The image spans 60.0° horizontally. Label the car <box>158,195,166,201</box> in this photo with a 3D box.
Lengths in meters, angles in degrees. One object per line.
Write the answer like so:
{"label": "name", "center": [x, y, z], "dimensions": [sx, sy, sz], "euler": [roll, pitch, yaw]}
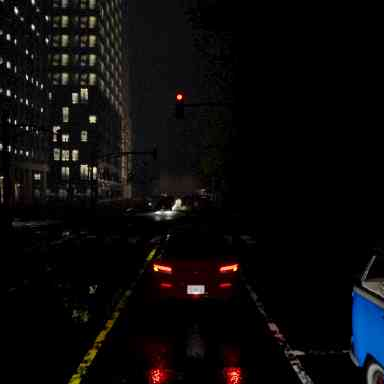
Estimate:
{"label": "car", "center": [-7.555, 1.533, 84.089], "dimensions": [1.802, 1.307, 4.206], "euler": [0, 0, -3]}

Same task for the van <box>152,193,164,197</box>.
{"label": "van", "center": [-6.645, 1.314, 61.915], "dimensions": [1.690, 1.788, 3.998], "euler": [0, 0, -2]}

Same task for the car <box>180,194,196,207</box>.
{"label": "car", "center": [-0.732, 1.459, 50.972], "dimensions": [1.882, 1.535, 5.008], "euler": [0, 0, -2]}

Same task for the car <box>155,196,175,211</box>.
{"label": "car", "center": [-3.420, 1.552, 40.407], "dimensions": [1.994, 1.385, 4.181], "euler": [0, 0, -3]}

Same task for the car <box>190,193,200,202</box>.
{"label": "car", "center": [0.714, 1.271, 78.921], "dimensions": [2.192, 1.841, 5.009], "euler": [0, 0, -3]}

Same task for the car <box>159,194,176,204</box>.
{"label": "car", "center": [-3.665, 1.486, 50.442], "dimensions": [1.837, 1.490, 4.892], "euler": [0, 0, -1]}

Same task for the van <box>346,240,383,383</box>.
{"label": "van", "center": [2.558, 1.341, 2.122], "dimensions": [1.690, 1.788, 3.998], "euler": [0, 0, 0]}

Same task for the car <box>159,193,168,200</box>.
{"label": "car", "center": [-8.106, 1.252, 95.169], "dimensions": [2.192, 1.841, 5.009], "euler": [0, 0, -3]}

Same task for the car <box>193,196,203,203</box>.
{"label": "car", "center": [1.163, 1.492, 68.003], "dimensions": [1.752, 1.417, 4.829], "euler": [0, 0, -2]}

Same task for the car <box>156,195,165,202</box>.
{"label": "car", "center": [-7.302, 1.501, 78.544], "dimensions": [1.887, 1.381, 4.507], "euler": [0, 0, -2]}

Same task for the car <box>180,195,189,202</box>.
{"label": "car", "center": [-1.894, 1.480, 79.841], "dimensions": [2.128, 1.511, 4.902], "euler": [0, 0, -3]}

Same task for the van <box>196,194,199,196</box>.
{"label": "van", "center": [1.732, 1.322, 51.209], "dimensions": [1.690, 1.788, 3.998], "euler": [0, 0, -2]}

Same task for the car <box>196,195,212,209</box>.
{"label": "car", "center": [1.884, 1.510, 45.837], "dimensions": [1.752, 1.417, 4.829], "euler": [0, 0, -2]}

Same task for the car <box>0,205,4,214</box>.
{"label": "car", "center": [-18.229, 1.377, 28.480], "dimensions": [4.206, 1.307, 1.802], "euler": [1, 0, 3]}

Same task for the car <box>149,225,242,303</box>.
{"label": "car", "center": [0.051, 1.525, 8.056], "dimensions": [1.812, 1.442, 4.674], "euler": [0, 0, 0]}

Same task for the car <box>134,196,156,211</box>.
{"label": "car", "center": [-5.845, 1.539, 39.744], "dimensions": [2.008, 1.369, 4.403], "euler": [0, 0, -1]}

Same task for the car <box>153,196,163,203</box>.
{"label": "car", "center": [-6.848, 1.513, 67.458], "dimensions": [1.887, 1.381, 4.507], "euler": [0, 0, -2]}
